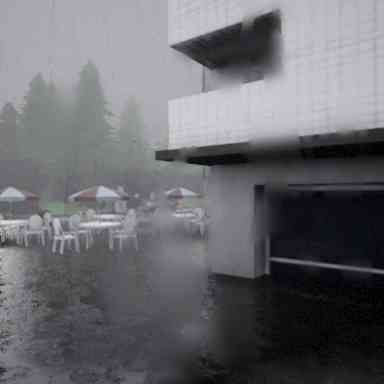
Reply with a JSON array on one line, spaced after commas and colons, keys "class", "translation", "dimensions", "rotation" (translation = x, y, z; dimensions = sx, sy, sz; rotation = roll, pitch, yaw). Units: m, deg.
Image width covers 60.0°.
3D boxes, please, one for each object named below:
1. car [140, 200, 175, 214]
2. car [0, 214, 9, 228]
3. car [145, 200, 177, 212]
[{"class": "car", "translation": [-3.787, 1.703, 36.983], "dimensions": [1.812, 1.442, 4.674], "rotation": [-1, 0, 36]}, {"class": "car", "translation": [-14.439, 1.740, 21.876], "dimensions": [1.994, 1.385, 4.181], "rotation": [-1, 0, 33]}, {"class": "car", "translation": [-4.056, 1.772, 43.809], "dimensions": [1.994, 1.385, 4.181], "rotation": [-1, 0, 36]}]
